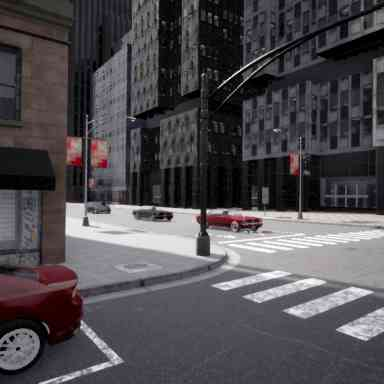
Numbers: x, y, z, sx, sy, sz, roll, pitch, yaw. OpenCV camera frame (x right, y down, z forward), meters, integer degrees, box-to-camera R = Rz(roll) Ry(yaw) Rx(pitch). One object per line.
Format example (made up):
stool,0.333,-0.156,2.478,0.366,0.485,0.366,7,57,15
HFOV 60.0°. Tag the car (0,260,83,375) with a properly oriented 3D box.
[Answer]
car,-3.672,1.545,4.013,4.507,1.381,1.887,0,1,-36

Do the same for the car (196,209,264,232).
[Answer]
car,2.371,1.813,21.715,1.895,1.301,4.718,1,-1,-36

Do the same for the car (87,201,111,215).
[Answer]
car,-11.524,1.955,40.977,1.837,1.490,4.892,1,0,-36

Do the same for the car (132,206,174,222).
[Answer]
car,-3.550,1.928,29.902,1.895,1.301,4.718,1,-1,-36
